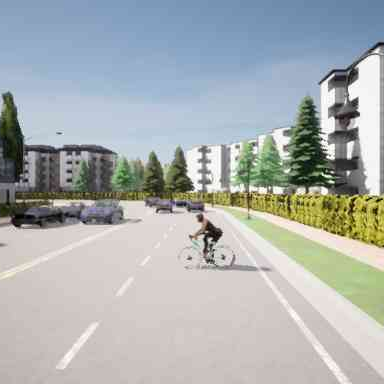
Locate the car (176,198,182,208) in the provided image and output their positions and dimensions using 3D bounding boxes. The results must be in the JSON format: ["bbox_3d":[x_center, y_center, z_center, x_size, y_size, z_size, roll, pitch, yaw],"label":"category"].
[{"bbox_3d":[-1.959,1.595,48.838,1.895,1.301,4.718,0,0,-19],"label":"car"}]

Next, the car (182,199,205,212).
[{"bbox_3d":[0.305,1.488,37.910,2.128,1.511,4.902,0,0,-5],"label":"car"}]

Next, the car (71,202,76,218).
[{"bbox_3d":[-9.807,1.561,27.885,1.994,1.385,4.181,0,0,1],"label":"car"}]

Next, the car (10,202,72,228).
[{"bbox_3d":[-10.076,1.598,22.315,1.895,1.301,4.718,0,0,1],"label":"car"}]

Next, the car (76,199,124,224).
[{"bbox_3d":[-6.442,1.348,24.378,2.097,1.767,4.553,0,0,2],"label":"car"}]

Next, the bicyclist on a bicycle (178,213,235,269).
[{"bbox_3d":[0.411,1.444,9.648,1.656,1.620,0.582,-1,0,2],"label":"bicyclist on a bicycle"}]

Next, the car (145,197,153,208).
[{"bbox_3d":[-5.612,1.486,48.574,2.128,1.511,4.902,0,0,-20],"label":"car"}]

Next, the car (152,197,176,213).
[{"bbox_3d":[-3.119,1.543,37.357,2.033,1.411,5.357,0,0,-5],"label":"car"}]
